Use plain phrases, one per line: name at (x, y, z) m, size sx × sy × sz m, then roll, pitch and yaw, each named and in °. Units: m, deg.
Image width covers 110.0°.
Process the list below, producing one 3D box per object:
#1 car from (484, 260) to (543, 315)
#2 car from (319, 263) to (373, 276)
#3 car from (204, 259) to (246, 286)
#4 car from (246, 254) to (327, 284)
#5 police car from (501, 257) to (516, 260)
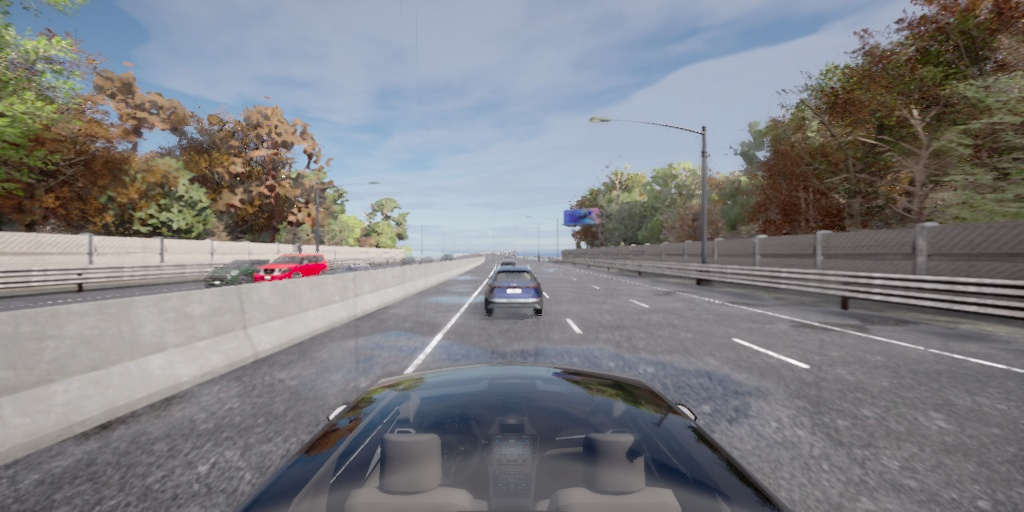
car at (0.049, 1.127, 13.240) m, size 2.033 × 1.649 × 4.856 m, roll 0°, pitch 0°, yaw 0°
car at (-10.758, 1.249, 24.333) m, size 1.895 × 1.301 × 4.718 m, roll 0°, pitch 0°, yaw -1°
car at (-17.750, 1.005, 23.788) m, size 2.097 × 1.767 × 4.553 m, roll 0°, pitch 0°, yaw -1°
car at (-14.248, 0.873, 23.625) m, size 2.150 × 2.045 × 5.566 m, roll 0°, pitch 0°, yaw -1°
police car at (-0.448, 0.974, 44.682) m, size 1.930 × 1.638 × 5.238 m, roll 0°, pitch 0°, yaw -1°
